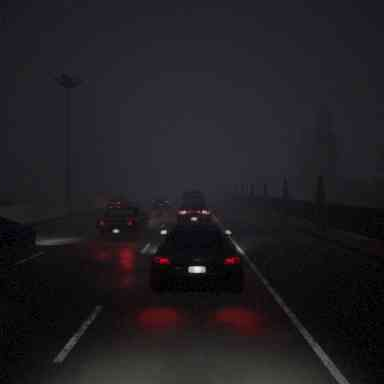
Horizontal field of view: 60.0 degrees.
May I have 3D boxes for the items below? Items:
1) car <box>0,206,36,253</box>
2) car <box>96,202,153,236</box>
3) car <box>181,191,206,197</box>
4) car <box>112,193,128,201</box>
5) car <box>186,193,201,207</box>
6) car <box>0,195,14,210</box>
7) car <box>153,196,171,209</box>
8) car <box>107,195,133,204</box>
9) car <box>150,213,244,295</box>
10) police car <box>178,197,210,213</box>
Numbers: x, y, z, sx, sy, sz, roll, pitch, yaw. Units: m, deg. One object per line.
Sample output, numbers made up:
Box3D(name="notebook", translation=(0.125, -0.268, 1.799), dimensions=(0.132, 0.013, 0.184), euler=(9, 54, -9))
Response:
Box3D(name="car", translation=(-6.890, 1.410, 10.803), dimensions=(1.812, 1.442, 4.674), euler=(0, 1, 0))
Box3D(name="car", translation=(-3.384, 1.419, 17.103), dimensions=(1.895, 1.301, 4.718), euler=(0, 1, 0))
Box3D(name="car", translation=(0.130, 0.891, 31.260), dimensions=(2.150, 2.045, 5.566), euler=(0, 1, 0))
Box3D(name="car", translation=(-13.978, 0.862, 64.683), dimensions=(2.033, 1.411, 5.357), euler=(0, 1, 0))
Box3D(name="car", translation=(0.141, 1.003, 42.687), dimensions=(1.801, 1.575, 5.366), euler=(0, 0, 0))
Box3D(name="car", translation=(-21.065, 1.105, 35.083), dimensions=(1.882, 1.535, 5.008), euler=(0, 0, 0))
Box3D(name="car", translation=(-3.358, 1.129, 37.385), dimensions=(1.812, 1.442, 4.674), euler=(0, 1, 0))
Box3D(name="car", translation=(-6.869, 1.164, 32.120), dimensions=(1.837, 1.490, 4.892), euler=(0, 1, 0))
Box3D(name="car", translation=(0.105, 1.472, 8.529), dimensions=(1.994, 1.385, 4.181), euler=(0, 1, 0))
Box3D(name="police car", translation=(0.120, 1.283, 20.465), dimensions=(2.038, 1.542, 4.974), euler=(0, 0, 0))
